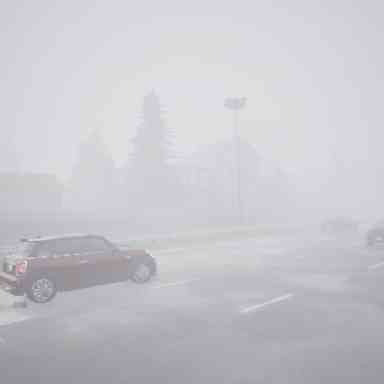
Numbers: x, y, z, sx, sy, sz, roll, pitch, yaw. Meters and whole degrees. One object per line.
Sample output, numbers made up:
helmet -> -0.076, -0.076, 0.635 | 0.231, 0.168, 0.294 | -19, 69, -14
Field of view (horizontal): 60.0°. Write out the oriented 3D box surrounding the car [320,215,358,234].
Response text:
car -> 13.288, 2.858, 29.728 | 4.892, 1.490, 1.837 | 0, -4, -41

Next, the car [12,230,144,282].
car -> -4.611, 2.493, 13.936 | 4.892, 1.490, 1.837 | 1, -4, -41

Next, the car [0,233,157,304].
car -> -3.330, 2.092, 10.422 | 4.553, 1.767, 2.097 | 1, -5, -41

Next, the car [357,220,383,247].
car -> 11.431, 2.290, 18.775 | 4.674, 1.442, 1.812 | 1, -4, -41
